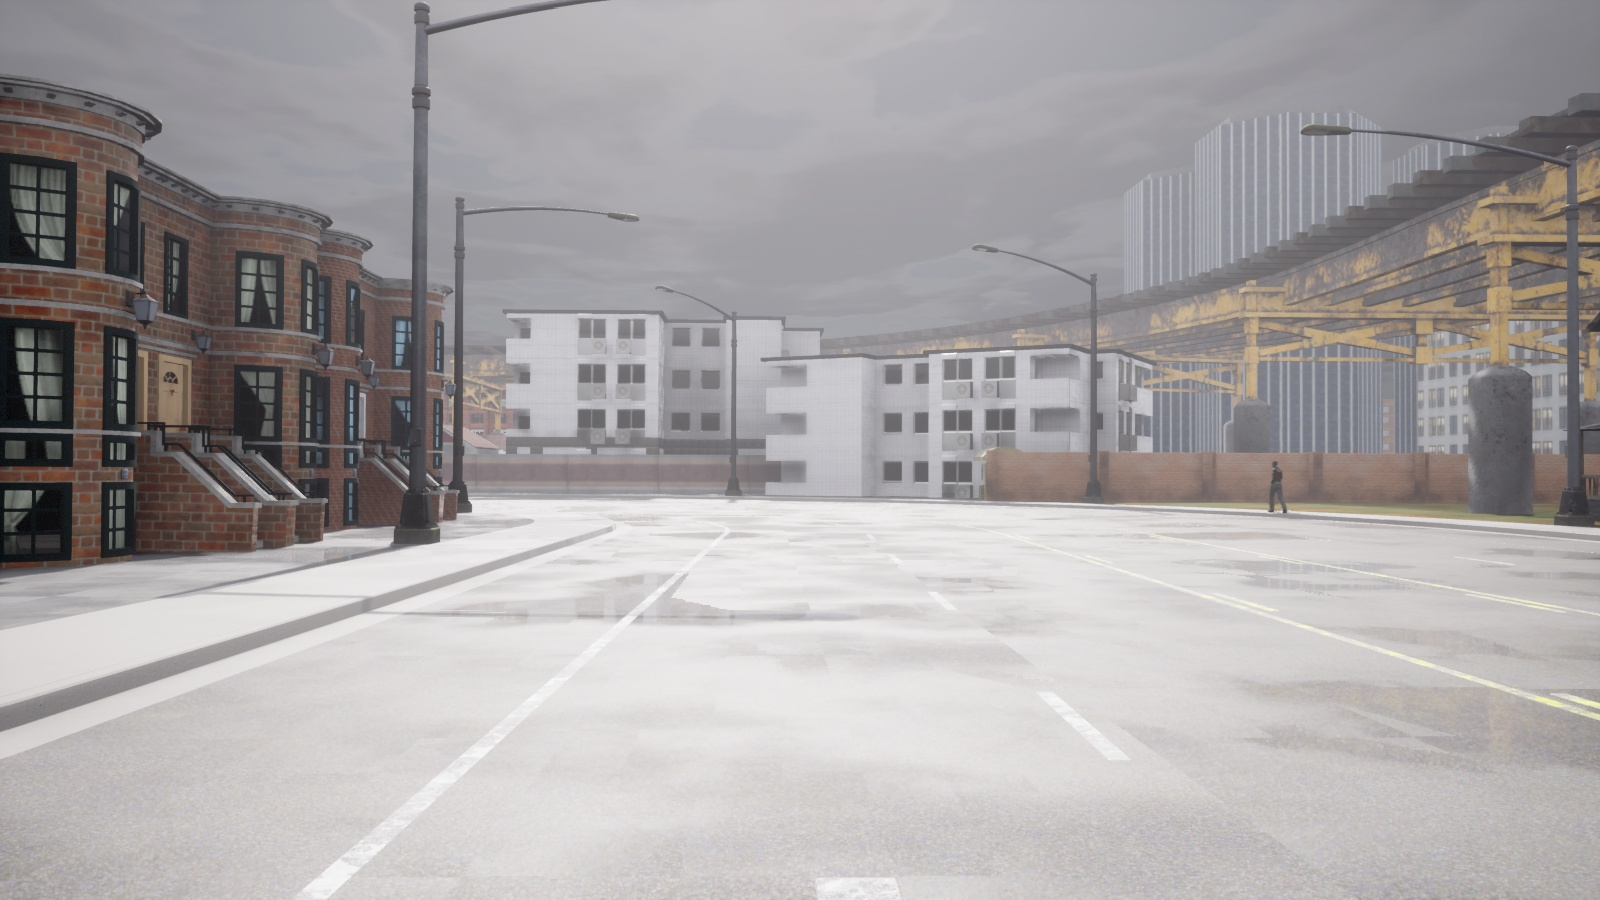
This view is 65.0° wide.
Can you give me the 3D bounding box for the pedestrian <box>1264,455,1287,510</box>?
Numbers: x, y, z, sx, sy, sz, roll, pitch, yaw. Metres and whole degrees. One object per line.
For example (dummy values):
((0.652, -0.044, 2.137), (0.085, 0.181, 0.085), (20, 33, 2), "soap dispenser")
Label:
((16.637, 1.139, 43.940), (0.402, 1.930, 0.666), (0, -1, -17), "pedestrian")
